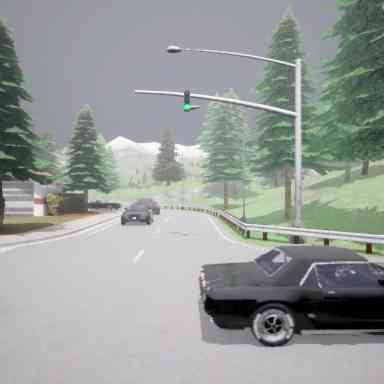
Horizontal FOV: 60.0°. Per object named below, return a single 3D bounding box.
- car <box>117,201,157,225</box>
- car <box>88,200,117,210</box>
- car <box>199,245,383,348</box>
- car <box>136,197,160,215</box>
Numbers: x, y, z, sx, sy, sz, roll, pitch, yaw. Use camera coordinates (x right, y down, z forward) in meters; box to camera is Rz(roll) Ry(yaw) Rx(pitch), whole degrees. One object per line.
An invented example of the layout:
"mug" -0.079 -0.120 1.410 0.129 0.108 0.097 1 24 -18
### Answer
"car" -3.898 1.564 24.162 1.994 1.385 4.181 0 0 -2
"car" -11.244 1.608 41.717 4.718 1.301 1.895 0 0 14
"car" 2.513 1.623 5.700 4.718 1.301 1.895 0 0 -1
"car" -4.697 1.352 33.955 2.097 1.767 4.553 0 0 -19
